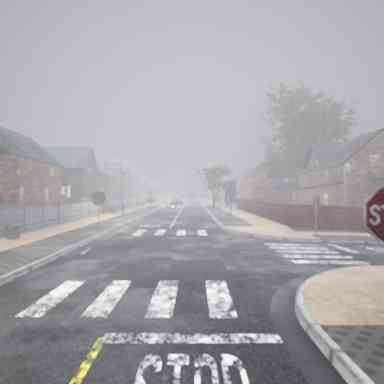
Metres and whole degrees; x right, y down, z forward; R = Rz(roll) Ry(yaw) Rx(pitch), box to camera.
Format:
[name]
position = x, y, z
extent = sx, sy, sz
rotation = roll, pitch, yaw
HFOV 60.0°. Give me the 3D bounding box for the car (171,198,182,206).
[car]
position = -2.819, 1.759, 60.973
extent = 1.994, 1.385, 4.181
rotation = 0, 0, 0
